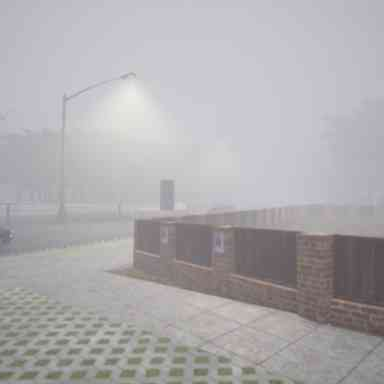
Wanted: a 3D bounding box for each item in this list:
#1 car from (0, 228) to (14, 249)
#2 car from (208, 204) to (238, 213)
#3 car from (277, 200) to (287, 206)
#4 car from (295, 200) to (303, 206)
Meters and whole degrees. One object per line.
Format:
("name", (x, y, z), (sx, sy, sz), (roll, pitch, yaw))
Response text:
("car", (-9.229, 1.674, 12.147), (1.895, 1.301, 4.718), (1, 0, 33))
("car", (3.287, 1.943, 32.885), (1.837, 1.490, 4.892), (1, -1, 29))
("car", (22.346, 2.737, 82.190), (2.128, 1.511, 4.902), (1, 0, 24))
("car", (25.850, 2.754, 80.455), (2.033, 1.411, 5.357), (1, -1, 21))
